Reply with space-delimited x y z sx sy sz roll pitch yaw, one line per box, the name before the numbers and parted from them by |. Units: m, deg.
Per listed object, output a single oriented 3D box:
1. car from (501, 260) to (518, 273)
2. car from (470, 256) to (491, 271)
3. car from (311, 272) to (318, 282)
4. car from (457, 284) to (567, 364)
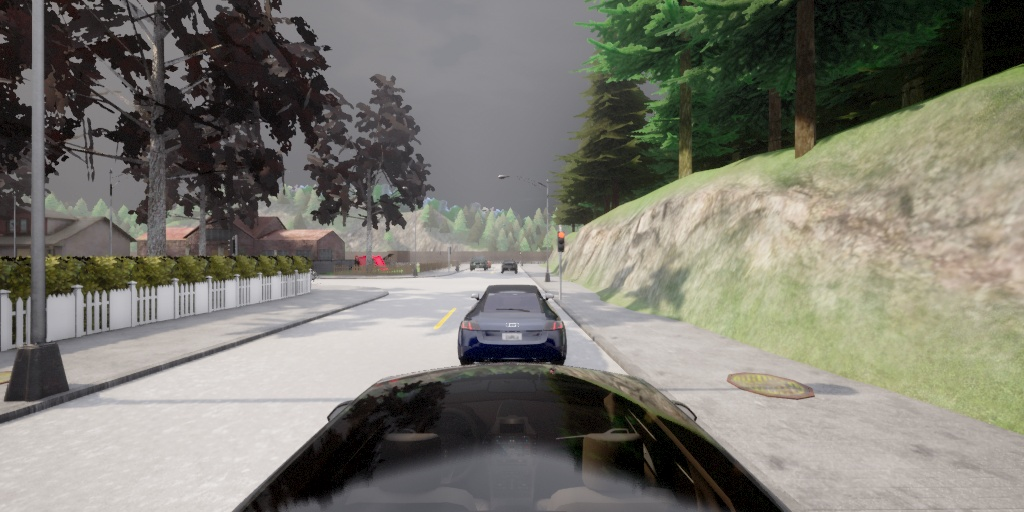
car | -0.313 1.255 43.267 1.837 1.490 4.892 0 0 0
car | -4.513 0.972 49.473 2.150 2.045 5.566 0 0 0
car | -16.335 1.351 25.170 4.718 1.301 1.895 0 0 -1
car | 0.008 1.314 7.986 1.994 1.385 4.181 0 0 0
